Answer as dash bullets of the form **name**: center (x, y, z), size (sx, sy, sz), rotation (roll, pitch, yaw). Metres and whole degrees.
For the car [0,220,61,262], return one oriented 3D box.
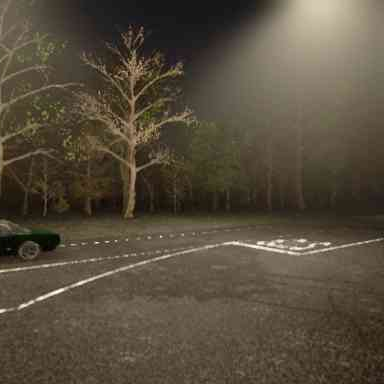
- **car**: center (-6.760, 1.568, 10.363), size (4.718, 1.301, 1.895), rotation (0, 0, -38)
